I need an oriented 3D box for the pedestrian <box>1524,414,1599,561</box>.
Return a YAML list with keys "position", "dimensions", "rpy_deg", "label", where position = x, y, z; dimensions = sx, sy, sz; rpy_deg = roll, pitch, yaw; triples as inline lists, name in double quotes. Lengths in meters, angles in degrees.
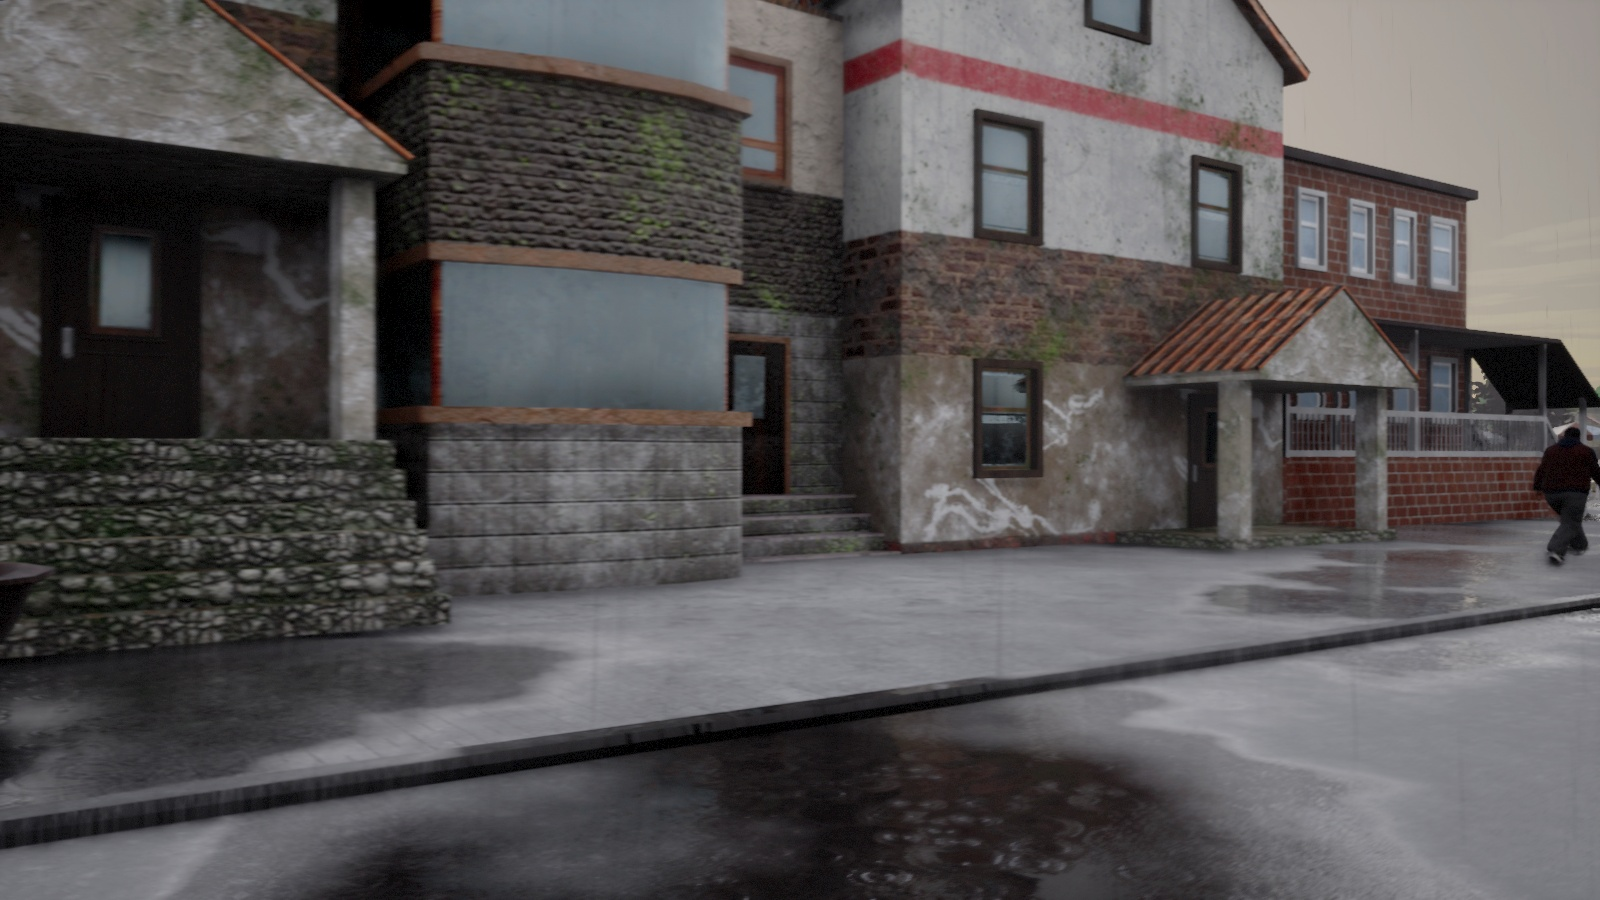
- position: [9.933, 0.473, 16.215]
  dimensions: [0.899, 1.844, 0.634]
  rpy_deg: [0, 0, -30]
  label: "pedestrian"
